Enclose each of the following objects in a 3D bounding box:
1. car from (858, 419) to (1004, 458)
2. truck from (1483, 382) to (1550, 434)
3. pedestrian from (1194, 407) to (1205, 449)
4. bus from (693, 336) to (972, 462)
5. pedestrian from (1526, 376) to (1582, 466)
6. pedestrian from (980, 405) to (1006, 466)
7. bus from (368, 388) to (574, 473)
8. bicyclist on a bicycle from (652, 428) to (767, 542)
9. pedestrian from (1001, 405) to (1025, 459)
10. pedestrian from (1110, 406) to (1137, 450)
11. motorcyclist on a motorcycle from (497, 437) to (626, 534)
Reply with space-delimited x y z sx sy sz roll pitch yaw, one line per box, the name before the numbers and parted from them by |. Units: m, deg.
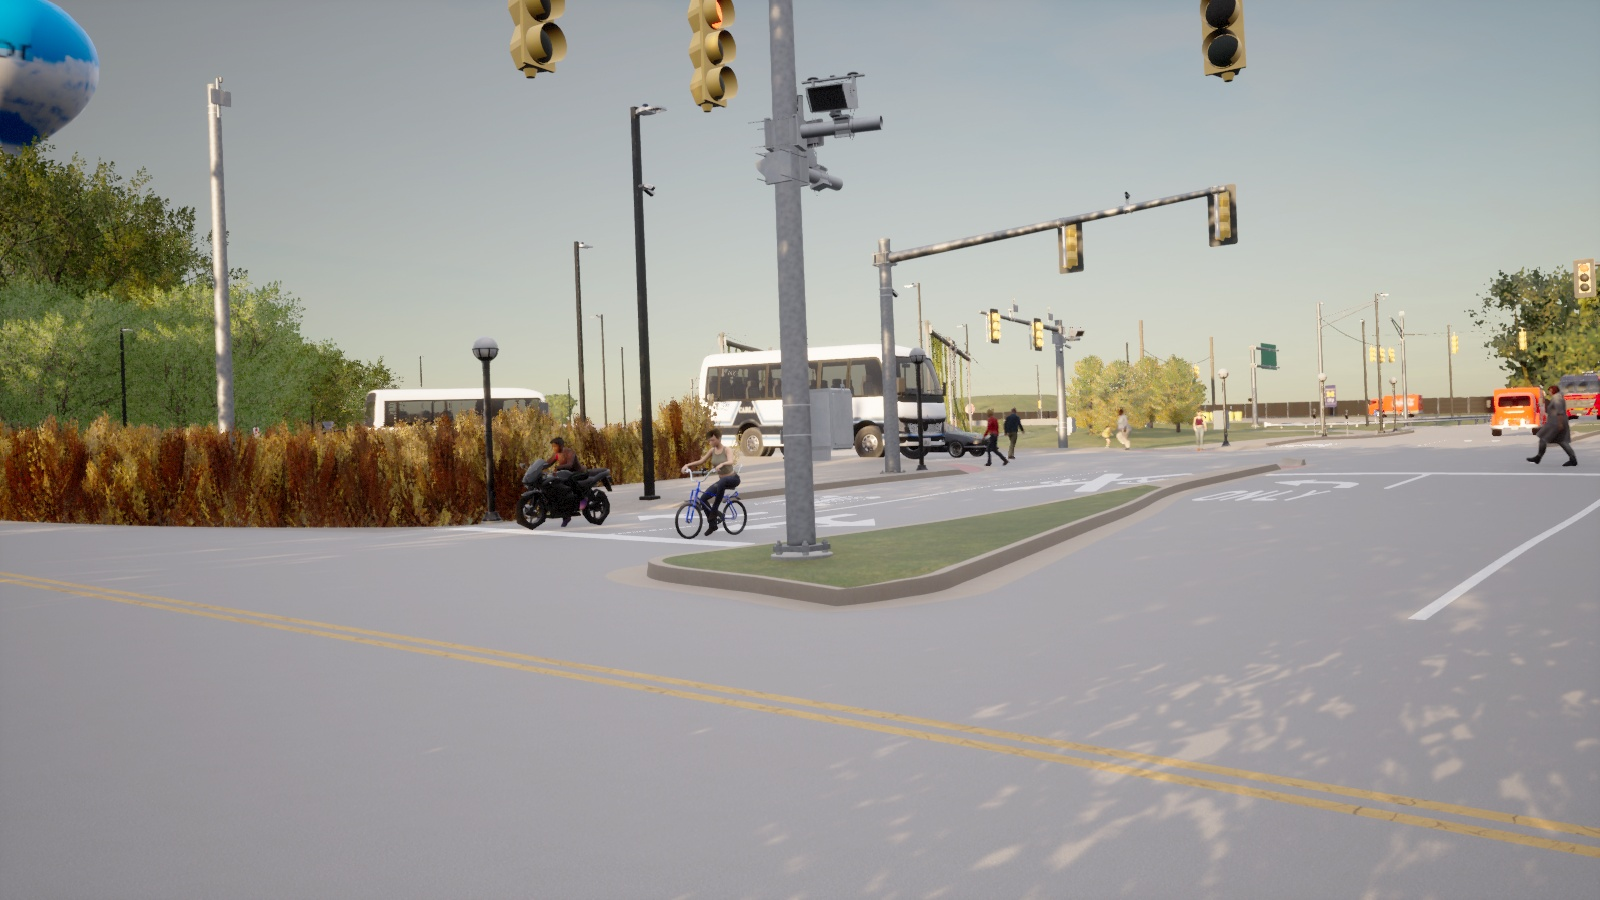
car | 5.068 -0.436 49.106 5.357 1.411 2.033 0 1 37
truck | 37.201 -2.133 65.128 2.627 2.467 5.204 -2 0 34
pedestrian | 17.732 -0.975 55.696 0.345 1.836 0.594 -2 0 23
bus | 1.026 -1.755 47.453 10.273 4.253 3.944 0 1 41
pedestrian | 16.880 -0.645 28.101 0.873 1.952 0.659 -3 0 45
pedestrian | 5.928 -0.434 38.580 0.636 1.846 0.331 -3 0 36
bus | -18.166 -1.206 69.616 10.273 4.253 3.944 -3 3 -30
bicyclist on a bicycle | -1.328 0.498 18.664 0.866 1.612 1.509 -1 0 41
pedestrian | 7.325 -0.618 43.150 0.402 1.842 0.726 -3 0 41
pedestrian | 14.189 -0.961 55.113 0.900 1.855 0.874 -2 0 1
motorcyclist on a motorcycle | -3.959 0.559 20.983 0.797 1.523 2.044 -1 0 39
